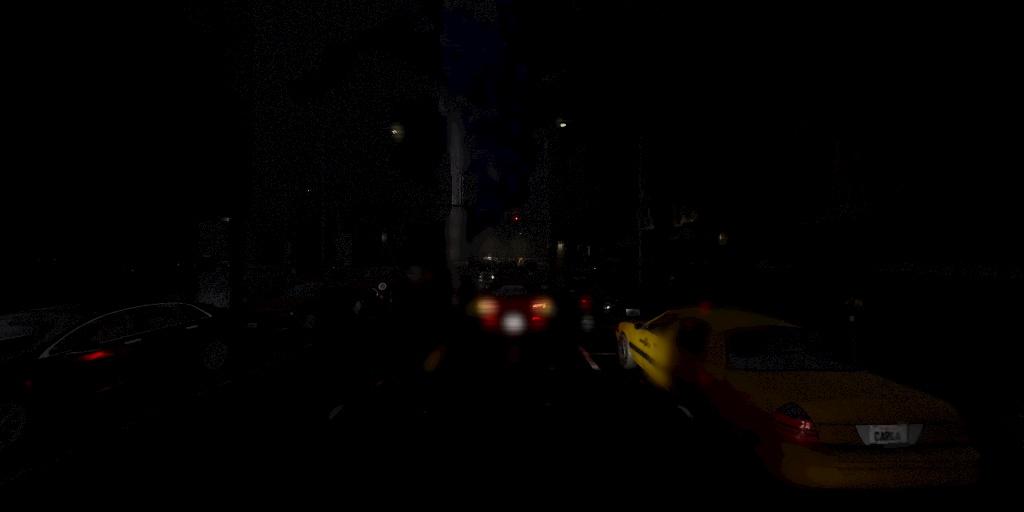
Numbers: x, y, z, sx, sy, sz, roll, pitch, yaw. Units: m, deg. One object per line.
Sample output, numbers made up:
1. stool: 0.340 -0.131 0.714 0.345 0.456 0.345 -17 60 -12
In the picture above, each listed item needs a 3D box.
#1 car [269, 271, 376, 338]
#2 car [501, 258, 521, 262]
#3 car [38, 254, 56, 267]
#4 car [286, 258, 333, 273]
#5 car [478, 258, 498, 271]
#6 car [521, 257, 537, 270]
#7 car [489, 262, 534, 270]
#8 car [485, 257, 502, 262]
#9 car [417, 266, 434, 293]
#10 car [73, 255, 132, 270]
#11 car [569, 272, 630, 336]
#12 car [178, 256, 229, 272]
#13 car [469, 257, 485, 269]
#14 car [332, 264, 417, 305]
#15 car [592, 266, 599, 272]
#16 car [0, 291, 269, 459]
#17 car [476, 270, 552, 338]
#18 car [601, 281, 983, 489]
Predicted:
1. car: -5.771 1.295 10.213 1.888 1.381 4.507 0 0 0
2. car: -0.119 1.362 51.832 1.895 1.301 4.718 0 0 2
3. car: -48.228 0.417 35.630 4.181 1.385 1.994 1 0 0
4. car: -17.857 0.936 32.571 4.892 1.490 1.837 1 0 0
5. car: -3.152 1.285 47.945 1.812 1.442 4.674 0 0 0
6. car: 2.703 1.201 53.107 1.967 1.591 4.097 0 0 0
7. car: -0.001 1.256 18.925 1.837 1.490 4.892 0 0 0
8. car: -3.151 1.328 57.913 1.994 1.385 4.181 0 0 0
9. car: -5.784 1.277 20.957 1.751 1.417 4.829 0 0 0
10. car: -37.280 0.622 32.517 4.181 1.385 1.994 1 0 -1
11. car: 2.754 1.316 10.225 1.948 1.339 4.313 0 0 0
12. car: -27.357 0.752 32.542 4.892 1.490 1.837 1 0 0
13. car: -5.829 1.079 58.535 2.192 1.841 5.009 0 0 0
14. car: -5.778 1.190 15.670 1.967 1.591 4.097 0 0 0
15. car: 9.952 1.331 35.855 4.553 1.767 2.097 1 0 0
16. car: -5.765 1.300 4.756 2.007 1.370 4.403 0 0 0
17. car: 0.060 1.276 10.059 1.812 1.442 4.674 0 0 0
18. car: 2.760 1.275 4.939 1.751 1.417 4.829 0 0 0
